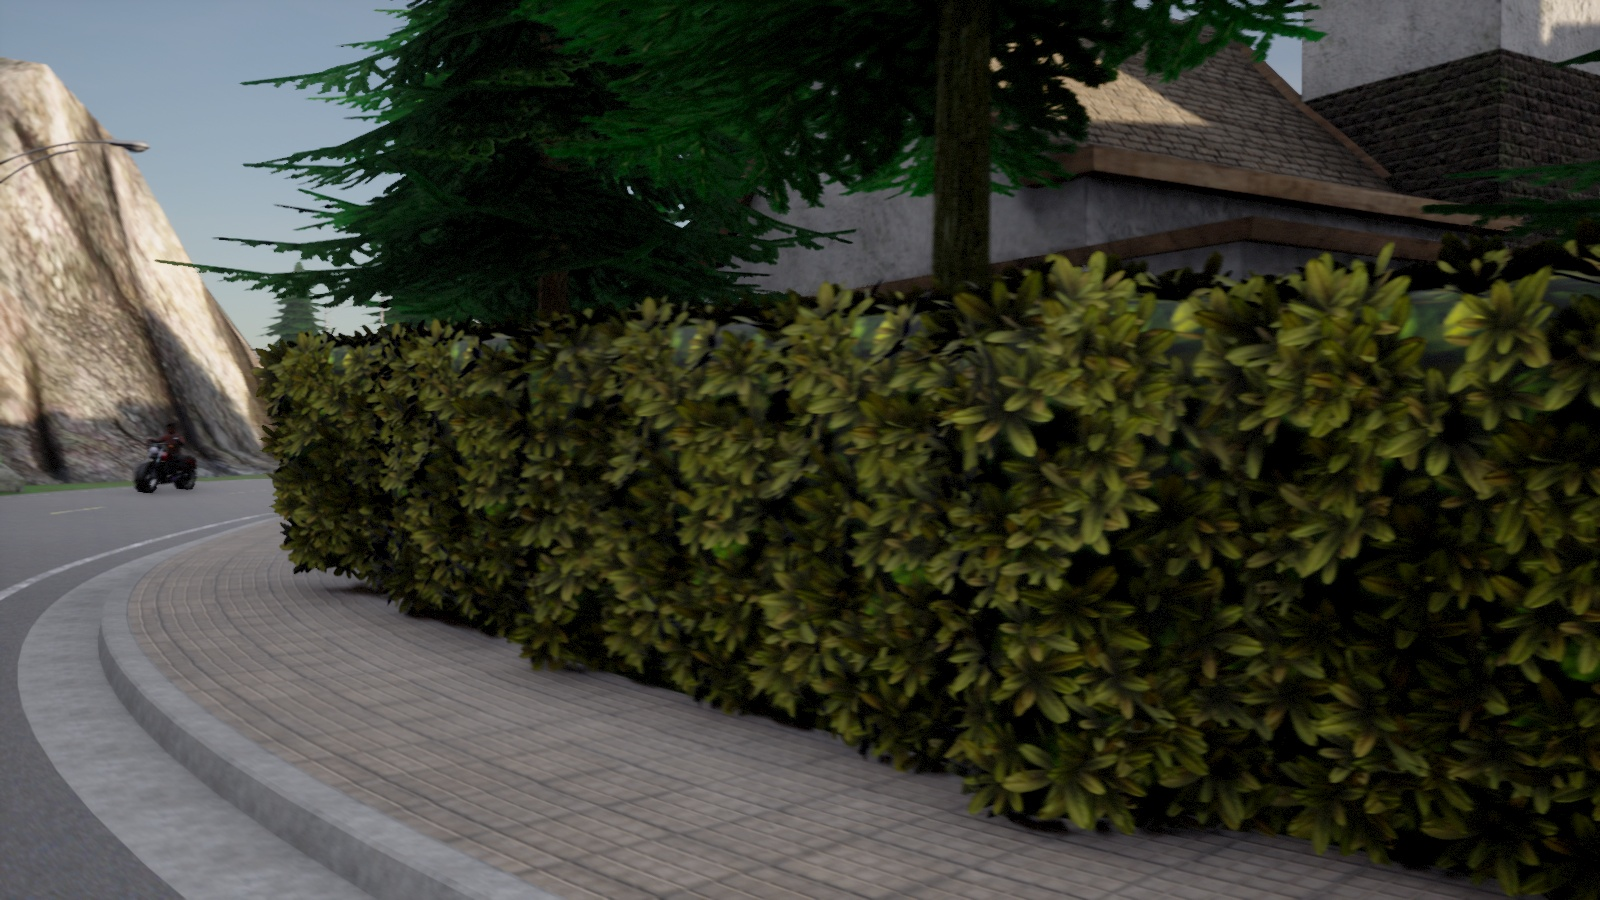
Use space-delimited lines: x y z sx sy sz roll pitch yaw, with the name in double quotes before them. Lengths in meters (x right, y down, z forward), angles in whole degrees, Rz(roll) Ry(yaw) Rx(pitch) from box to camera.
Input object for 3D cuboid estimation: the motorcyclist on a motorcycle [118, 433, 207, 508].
"motorcyclist on a motorcycle" -14.712 0.446 29.042 0.766 1.649 2.350 0 1 2
